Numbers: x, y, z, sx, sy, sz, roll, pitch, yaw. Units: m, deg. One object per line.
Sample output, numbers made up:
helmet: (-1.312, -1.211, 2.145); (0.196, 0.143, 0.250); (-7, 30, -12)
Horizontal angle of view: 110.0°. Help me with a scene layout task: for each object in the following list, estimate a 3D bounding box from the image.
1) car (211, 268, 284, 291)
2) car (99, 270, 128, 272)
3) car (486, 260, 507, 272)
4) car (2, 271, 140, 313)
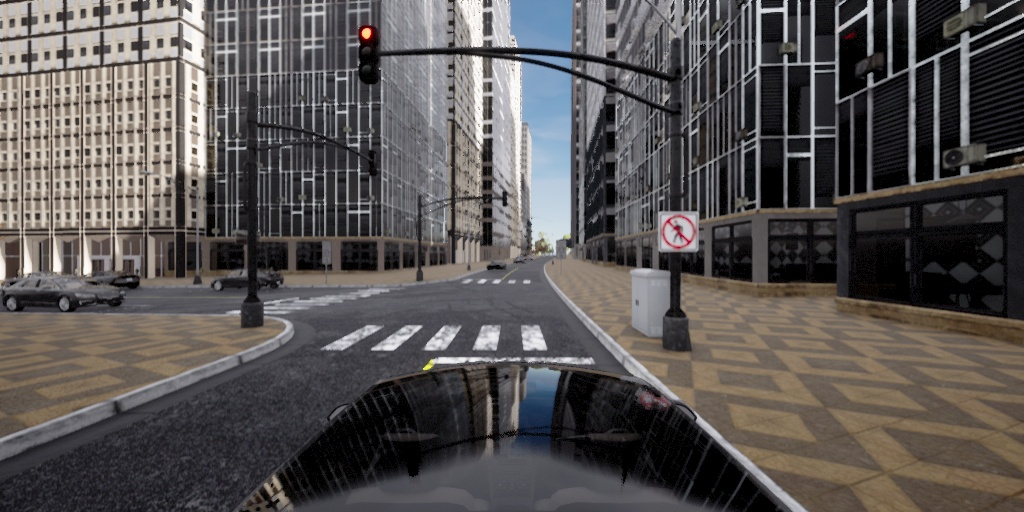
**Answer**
car: (-16.846, 1.461, 22.882); (4.403, 1.370, 2.007); (0, 0, 9)
car: (-27.959, 1.663, 24.630); (4.313, 1.339, 1.948); (0, 0, 9)
car: (-1.689, 1.069, 40.383); (1.895, 1.301, 4.718); (0, 1, 5)
car: (-18.147, 1.476, 14.603); (4.403, 1.370, 2.007); (0, 0, 9)
